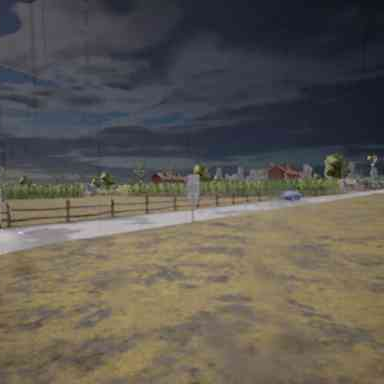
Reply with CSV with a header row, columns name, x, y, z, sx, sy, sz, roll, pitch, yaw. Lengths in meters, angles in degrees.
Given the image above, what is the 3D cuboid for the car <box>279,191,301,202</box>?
name,x,y,z,sx,sy,sz,roll,pitch,yaw
car,14.644,0.584,49.497,1.882,1.535,5.008,0,1,36
